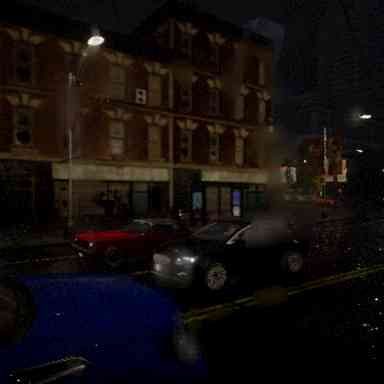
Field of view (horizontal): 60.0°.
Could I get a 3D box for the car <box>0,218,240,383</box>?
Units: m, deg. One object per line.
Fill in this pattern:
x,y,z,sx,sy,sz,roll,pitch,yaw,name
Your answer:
-2.526,1.219,1.945,5.566,2.045,2.150,0,0,-36,car

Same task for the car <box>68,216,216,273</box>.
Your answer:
-1.590,1.616,11.470,4.718,1.301,1.895,0,0,-35,car

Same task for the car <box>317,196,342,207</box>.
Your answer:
22.473,1.499,54.496,2.097,1.767,4.553,0,0,-11,car

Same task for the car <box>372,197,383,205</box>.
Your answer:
35.073,1.709,60.567,2.002,1.452,4.674,0,0,-16,car

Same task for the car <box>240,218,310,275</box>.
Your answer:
1.216,1.510,9.183,4.902,1.511,2.128,0,0,-36,car
